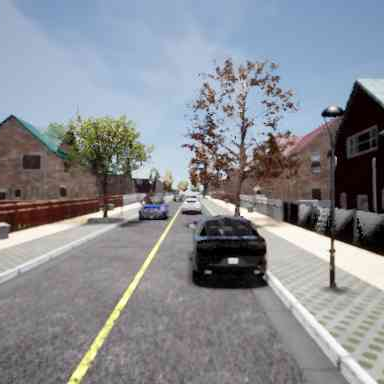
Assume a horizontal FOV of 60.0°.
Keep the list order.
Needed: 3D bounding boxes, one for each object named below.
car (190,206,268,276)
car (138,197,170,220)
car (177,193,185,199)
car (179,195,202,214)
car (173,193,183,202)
[{"bbox_3d":[0.948,1.421,10.136,1.882,1.535,5.008,0,0,0],"label":"car"},{"bbox_3d":[-2.885,1.210,25.996,2.097,1.767,4.553,0,0,0],"label":"car"},{"bbox_3d":[-2.874,0.971,85.248,1.812,1.442,4.674,0,0,0],"label":"car"},{"bbox_3d":[-0.009,1.348,32.868,1.812,1.442,4.674,0,0,0],"label":"car"},{"bbox_3d":[-2.854,1.161,67.223,2.128,1.511,4.902,0,0,0],"label":"car"}]
